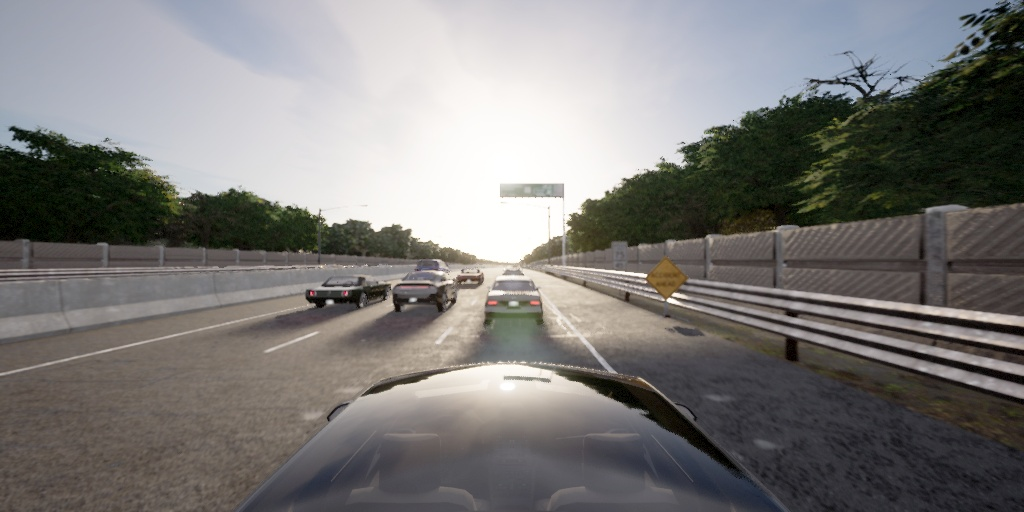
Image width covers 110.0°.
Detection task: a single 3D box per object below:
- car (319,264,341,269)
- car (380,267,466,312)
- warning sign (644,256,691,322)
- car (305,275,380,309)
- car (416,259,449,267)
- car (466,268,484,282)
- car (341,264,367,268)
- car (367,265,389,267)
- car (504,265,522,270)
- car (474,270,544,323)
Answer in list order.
[{"bbox_3d":[-24.586,1.874,48.904,1.882,1.535,5.008,0,-1,0],"label":"car"},{"bbox_3d":[-3.425,1.360,14.874,2.128,1.511,4.902,0,-1,0],"label":"car"},{"bbox_3d":[4.548,0.939,10.569,1.300,1.860,1.060,0,0,0],"label":"warning sign"},{"bbox_3d":[-6.916,1.483,15.854,1.895,1.301,4.718,0,-1,0],"label":"car"},{"bbox_3d":[-6.922,1.330,31.538,2.150,2.045,5.566,0,-1,0],"label":"car"},{"bbox_3d":[-3.426,1.699,30.842,1.895,1.301,4.718,0,-1,0],"label":"car"},{"bbox_3d":[-21.089,1.900,49.493,2.128,1.511,4.902,0,-1,0],"label":"car"},{"bbox_3d":[-17.593,1.923,48.932,1.812,1.442,4.674,0,-1,0],"label":"car"},{"bbox_3d":[0.079,1.698,33.018,1.994,1.385,4.181,0,-1,0],"label":"car"},{"bbox_3d":[0.063,1.392,12.453,2.033,1.411,5.357,0,-1,0],"label":"car"}]
